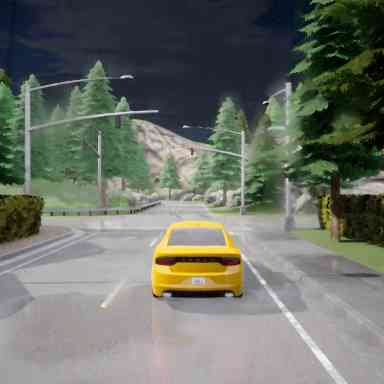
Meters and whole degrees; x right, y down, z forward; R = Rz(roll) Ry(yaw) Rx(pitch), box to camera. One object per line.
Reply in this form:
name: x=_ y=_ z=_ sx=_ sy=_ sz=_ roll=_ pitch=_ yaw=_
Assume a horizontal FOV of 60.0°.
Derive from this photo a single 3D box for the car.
car: x=0.121 y=1.478 z=8.563 sx=1.882 sy=1.535 sz=5.008 roll=0 pitch=0 yaw=0
